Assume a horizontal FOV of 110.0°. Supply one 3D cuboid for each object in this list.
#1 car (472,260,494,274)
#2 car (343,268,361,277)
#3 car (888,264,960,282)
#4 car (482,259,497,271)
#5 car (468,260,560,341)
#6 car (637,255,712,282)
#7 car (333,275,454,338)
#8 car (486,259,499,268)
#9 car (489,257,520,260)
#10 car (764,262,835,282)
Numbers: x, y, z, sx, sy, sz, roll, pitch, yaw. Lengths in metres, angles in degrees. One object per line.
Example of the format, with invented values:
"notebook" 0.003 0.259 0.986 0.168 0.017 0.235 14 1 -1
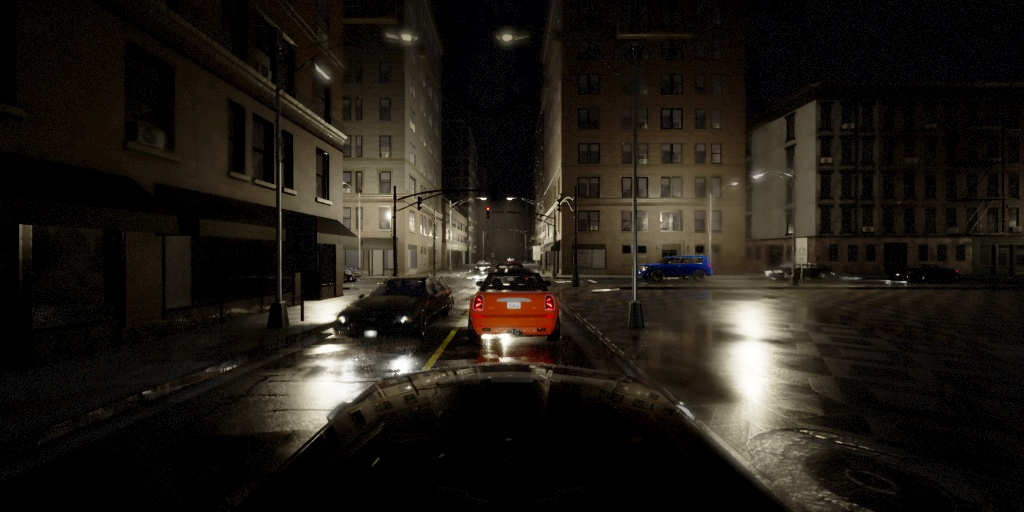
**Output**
"car" -3.229 1.238 41.295 2.128 1.511 4.902 0 0 0
"car" -13.025 1.100 25.192 4.553 1.767 2.097 0 0 -1
"car" 33.034 1.320 28.851 4.181 1.385 1.994 0 0 0
"car" -3.247 1.251 51.542 1.837 1.490 4.892 0 0 0
"car" 0.046 1.102 9.980 2.097 1.767 4.553 0 0 0
"car" 12.957 0.974 28.663 5.566 2.045 2.150 0 0 -1
"car" -2.977 1.297 10.428 2.033 1.411 5.357 0 0 2
"car" -3.281 1.293 61.813 2.033 1.411 5.357 0 0 0
"car" -0.185 1.101 18.901 2.097 1.767 4.553 0 0 -3
"car" 22.979 1.246 28.767 4.902 1.511 2.128 0 0 -1
